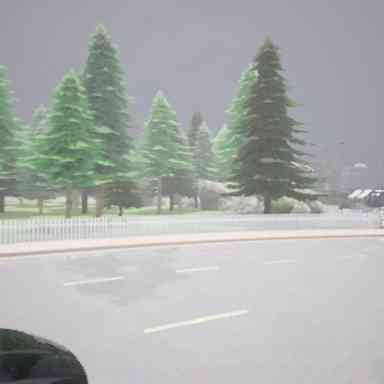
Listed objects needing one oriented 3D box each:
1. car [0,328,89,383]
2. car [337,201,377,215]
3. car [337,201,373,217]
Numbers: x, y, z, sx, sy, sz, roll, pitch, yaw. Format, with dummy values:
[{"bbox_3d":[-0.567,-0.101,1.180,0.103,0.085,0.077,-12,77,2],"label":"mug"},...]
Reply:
[{"bbox_3d":[-2.966,1.453,1.417,5.008,1.535,1.882,1,0,-37],"label":"car"},{"bbox_3d":[20.475,1.921,41.521,2.128,1.511,4.902,1,0,-6],"label":"car"},{"bbox_3d":[17.508,1.941,35.908,1.994,1.385,4.181,1,0,-6],"label":"car"}]
